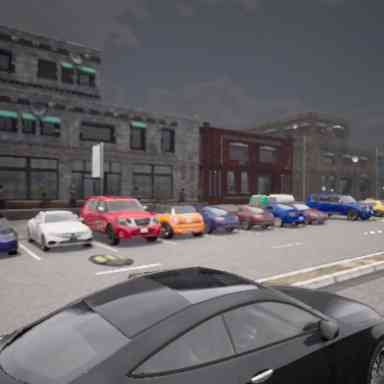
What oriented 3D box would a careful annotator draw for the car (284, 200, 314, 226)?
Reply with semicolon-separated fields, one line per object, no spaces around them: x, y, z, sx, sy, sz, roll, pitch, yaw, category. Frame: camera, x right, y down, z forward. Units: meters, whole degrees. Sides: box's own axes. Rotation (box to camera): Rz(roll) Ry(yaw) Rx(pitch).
5.313;1.474;22.567;2.097;1.535;5.008;0;0;-36;car

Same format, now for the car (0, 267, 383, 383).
0.228;1.524;3.305;4.674;1.442;1.812;0;0;-36;car

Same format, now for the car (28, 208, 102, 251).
-5.864;1.546;14.492;2.002;1.452;4.674;0;0;-36;car

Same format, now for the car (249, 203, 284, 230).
3.077;1.520;20.954;2.002;1.452;4.674;0;0;-36;car

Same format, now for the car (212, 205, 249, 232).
0.737;1.528;19.261;2.002;1.452;4.674;0;0;-36;car

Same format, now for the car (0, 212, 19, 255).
-8.080;1.540;12.851;2.163;1.488;4.792;0;0;-36;car

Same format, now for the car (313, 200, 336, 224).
7.543;1.508;24.190;2.002;1.452;4.674;0;0;-36;car

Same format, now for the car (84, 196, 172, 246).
-3.611;1.249;16.084;2.435;2.045;5.566;0;0;-36;car

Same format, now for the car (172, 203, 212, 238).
-1.375;1.368;17.698;2.185;1.767;4.553;0;0;-36;car

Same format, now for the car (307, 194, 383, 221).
12.028;1.209;27.397;2.435;2.045;5.566;0;0;-36;car
